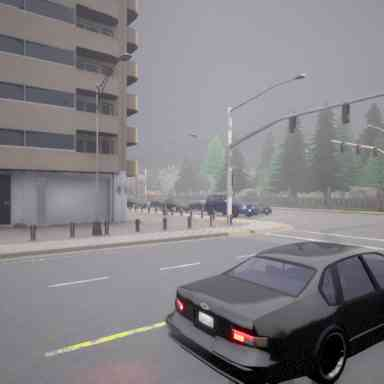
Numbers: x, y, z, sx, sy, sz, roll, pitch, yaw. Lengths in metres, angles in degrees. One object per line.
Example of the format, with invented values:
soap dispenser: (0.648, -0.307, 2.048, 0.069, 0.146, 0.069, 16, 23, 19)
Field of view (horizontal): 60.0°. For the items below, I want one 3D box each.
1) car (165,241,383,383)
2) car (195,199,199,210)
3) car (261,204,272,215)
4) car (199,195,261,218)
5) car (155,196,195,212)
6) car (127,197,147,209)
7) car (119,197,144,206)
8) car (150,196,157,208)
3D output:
car: (2.217, 1.547, 5.361, 5.357, 1.411, 2.033, 0, 0, -35)
car: (1.077, 1.578, 40.976, 1.812, 1.442, 4.674, 0, 0, -36)
car: (6.110, 1.616, 33.974, 1.994, 1.385, 4.181, 0, 0, -36)
car: (3.488, 1.275, 31.624, 2.150, 2.045, 5.566, 0, 0, -36)
car: (-2.106, 1.558, 39.393, 1.837, 1.490, 4.892, 0, 0, -36)
car: (-8.185, 1.558, 47.846, 1.837, 1.490, 4.892, 0, 0, -36)
car: (-10.427, 1.600, 57.018, 2.033, 1.411, 5.357, 0, 0, -35)
car: (-4.189, 1.405, 48.286, 2.097, 1.767, 4.553, 0, 0, -36)
